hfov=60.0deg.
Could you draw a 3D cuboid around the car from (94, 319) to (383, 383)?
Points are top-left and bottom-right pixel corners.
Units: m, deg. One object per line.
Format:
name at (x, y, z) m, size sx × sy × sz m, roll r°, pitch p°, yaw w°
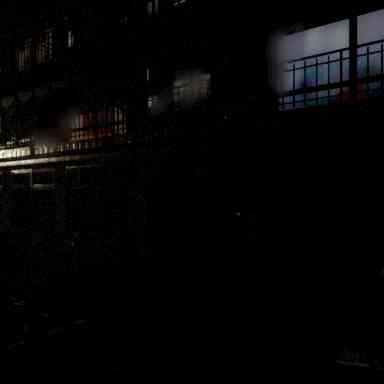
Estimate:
car at (1.071, 1.582, 2.110) m, size 4.206 × 1.307 × 1.802 m, roll 0°, pitch 0°, yaw 35°
